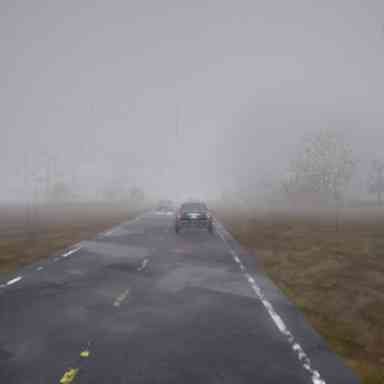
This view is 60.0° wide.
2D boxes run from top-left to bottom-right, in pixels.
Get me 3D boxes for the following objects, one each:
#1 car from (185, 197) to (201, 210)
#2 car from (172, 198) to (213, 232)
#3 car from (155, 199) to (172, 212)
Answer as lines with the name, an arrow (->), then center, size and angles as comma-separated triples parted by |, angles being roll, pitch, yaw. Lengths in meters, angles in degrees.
car -> 0.101, 1.468, 42.747 | 1.882, 1.535, 5.008 | 0, 0, 0
car -> 0.100, 1.348, 20.016 | 2.097, 1.767, 4.553 | 0, 0, 0
car -> -3.091, 1.538, 38.292 | 2.033, 1.411, 5.357 | 0, 0, 0
